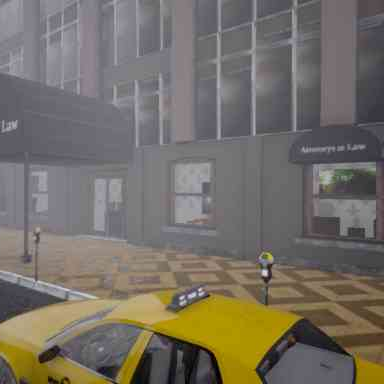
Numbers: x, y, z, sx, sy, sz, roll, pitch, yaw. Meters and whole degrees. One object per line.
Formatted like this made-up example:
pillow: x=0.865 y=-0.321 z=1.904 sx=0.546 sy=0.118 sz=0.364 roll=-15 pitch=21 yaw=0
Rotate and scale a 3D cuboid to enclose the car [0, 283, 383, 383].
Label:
car: x=-0.239 y=1.525 z=3.041 sx=4.829 sy=1.417 sz=1.752 roll=0 pitch=0 yaw=36
